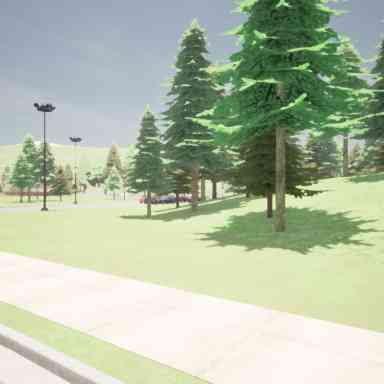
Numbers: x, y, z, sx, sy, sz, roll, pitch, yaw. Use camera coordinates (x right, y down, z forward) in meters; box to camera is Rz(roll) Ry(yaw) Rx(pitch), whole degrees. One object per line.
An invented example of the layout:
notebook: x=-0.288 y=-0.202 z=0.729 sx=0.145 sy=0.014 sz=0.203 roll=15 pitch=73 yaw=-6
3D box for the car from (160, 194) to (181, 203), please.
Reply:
car: x=-4.665 y=1.345 z=71.700 sx=2.097 sy=1.767 sz=4.553 roll=0 pitch=0 yaw=36

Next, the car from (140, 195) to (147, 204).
car: x=-6.894 y=1.352 z=62.666 sx=2.097 sy=1.767 sz=4.553 roll=0 pitch=0 yaw=37

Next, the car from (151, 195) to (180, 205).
car: x=-4.903 y=1.601 z=59.459 sx=1.895 sy=1.301 sz=4.718 roll=0 pitch=0 yaw=37

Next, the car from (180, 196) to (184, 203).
car: x=-1.826 y=1.468 z=69.653 sx=1.882 sy=1.535 sz=5.008 roll=0 pitch=0 yaw=36

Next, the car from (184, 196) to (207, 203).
car: x=1.013 y=1.601 z=67.606 sx=1.895 sy=1.301 sz=4.718 roll=0 pitch=0 yaw=36
